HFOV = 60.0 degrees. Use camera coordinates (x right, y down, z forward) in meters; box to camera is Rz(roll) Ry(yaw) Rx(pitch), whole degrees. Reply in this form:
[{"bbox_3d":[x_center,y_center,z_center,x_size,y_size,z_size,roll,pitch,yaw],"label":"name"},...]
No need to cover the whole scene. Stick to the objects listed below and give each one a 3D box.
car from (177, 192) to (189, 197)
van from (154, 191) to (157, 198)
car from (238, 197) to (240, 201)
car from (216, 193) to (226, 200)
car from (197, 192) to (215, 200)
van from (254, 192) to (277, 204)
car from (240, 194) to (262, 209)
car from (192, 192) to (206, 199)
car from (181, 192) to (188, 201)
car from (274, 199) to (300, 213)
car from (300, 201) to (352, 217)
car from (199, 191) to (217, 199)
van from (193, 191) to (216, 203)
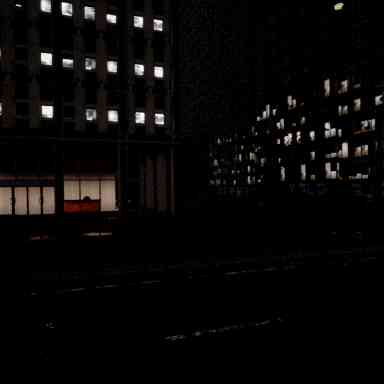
[{"bbox_3d":[-2.497,0.711,90.846,2.008,1.369,4.403,0,1,-21],"label":"car"},{"bbox_3d":[-8.271,0.688,82.527,1.690,1.788,3.998,0,1,-21],"label":"van"},{"bbox_3d":[9.774,1.060,59.029,1.802,1.307,4.206,0,1,-21],"label":"car"},{"bbox_3d":[5.684,0.955,69.636,1.802,1.307,4.206,0,1,-21],"label":"car"},{"bbox_3d":[2.815,0.880,69.854,1.882,1.535,5.008,-1,1,-21],"label":"car"},{"bbox_3d":[11.818,0.871,53.724,1.690,1.788,3.998,0,1,-21],"label":"van"},{"bbox_3d":[8.040,1.332,40.089,1.947,1.339,4.313,0,1,-21],"label":"car"},{"bbox_3d":[1.593,0.707,80.239,1.967,1.590,4.097,0,1,-21],"label":"car"},{"bbox_3d":[-2.135,1.057,66.621,2.008,1.369,4.403,0,1,-21],"label":"car"},{"bbox_3d":[10.031,1.400,34.766,1.802,1.307,4.206,0,1,-21],"label":"car"},{"bbox_3d":[12.060,1.435,29.454,1.947,1.339,4.313,0,1,-21],"label":"car"},{"bbox_3d":[3.638,0.635,74.935,2.192,1.841,5.009,0,1,-21],"label":"car"},{"bbox_3d":[1.955,0.953,56.013,1.690,1.788,3.998,0,1,-21],"label":"van"}]
